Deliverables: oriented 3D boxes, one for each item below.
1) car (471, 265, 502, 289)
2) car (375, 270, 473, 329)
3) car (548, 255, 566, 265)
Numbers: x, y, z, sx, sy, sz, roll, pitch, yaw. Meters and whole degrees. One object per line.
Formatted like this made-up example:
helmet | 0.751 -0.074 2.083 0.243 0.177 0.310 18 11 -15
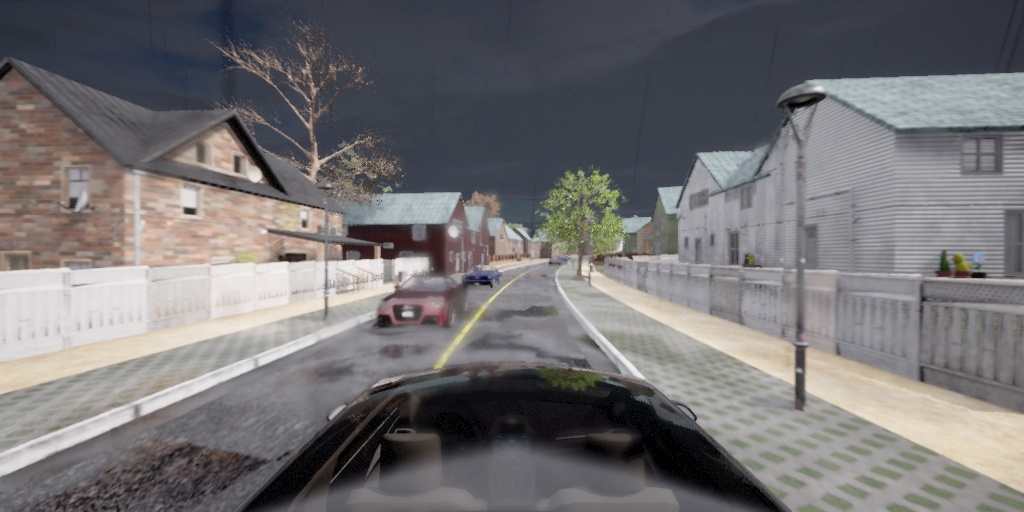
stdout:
car | -1.807 1.283 22.658 1.895 1.301 4.718 0 0 5
car | -2.587 1.297 11.139 1.994 1.385 4.181 0 0 2
car | 7.271 0.814 59.665 1.994 1.385 4.181 0 1 14
